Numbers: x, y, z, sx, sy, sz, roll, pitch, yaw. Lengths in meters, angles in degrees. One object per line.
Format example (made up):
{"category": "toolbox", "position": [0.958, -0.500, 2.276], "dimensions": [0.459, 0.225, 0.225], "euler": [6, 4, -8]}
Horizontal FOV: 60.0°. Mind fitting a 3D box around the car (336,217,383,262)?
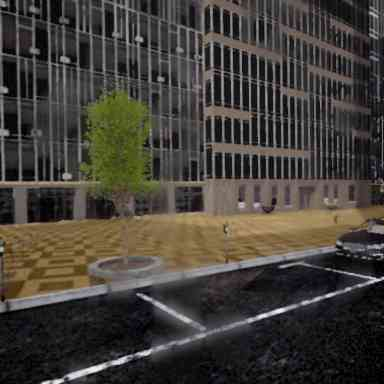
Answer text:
{"category": "car", "position": [6.641, 1.545, 11.302], "dimensions": [4.403, 1.369, 2.008], "euler": [0, -1, -35]}
